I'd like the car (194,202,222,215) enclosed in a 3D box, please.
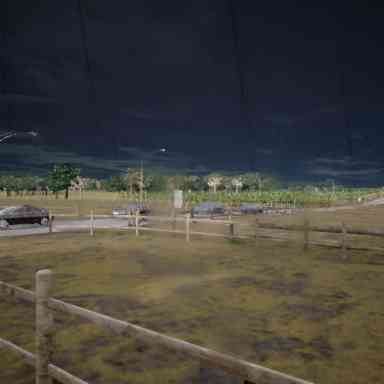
[{"bbox_3d":[2.239,2.189,45.006,2.097,1.767,4.553,1,-1,36],"label":"car"}]

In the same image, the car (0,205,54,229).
[{"bbox_3d":[-12.521,1.747,24.121,1.837,1.490,4.892,1,0,35],"label":"car"}]

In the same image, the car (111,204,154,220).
[{"bbox_3d":[-5.894,1.984,33.511,2.128,1.511,4.902,1,-1,36],"label":"car"}]

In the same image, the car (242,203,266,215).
[{"bbox_3d":[9.421,2.456,50.119,2.097,1.767,4.553,1,-1,35],"label":"car"}]
